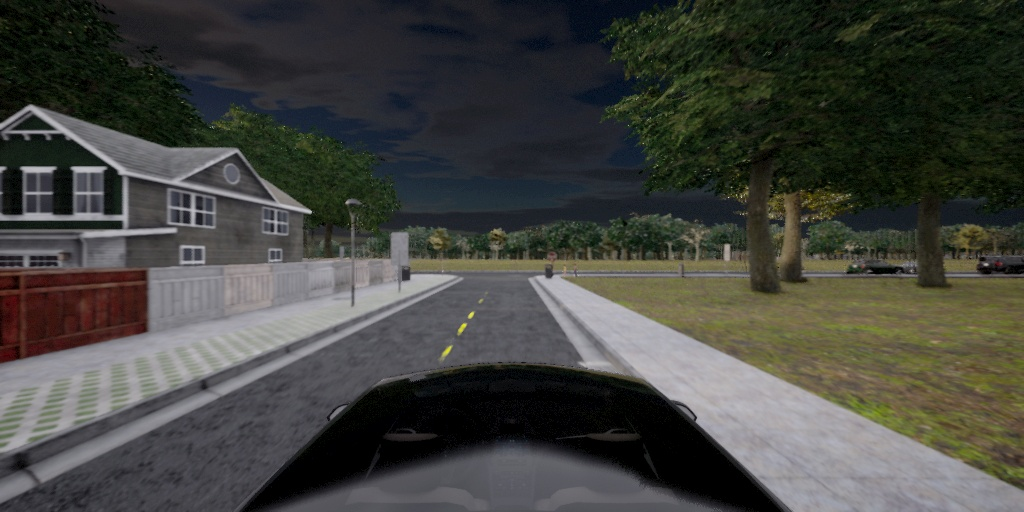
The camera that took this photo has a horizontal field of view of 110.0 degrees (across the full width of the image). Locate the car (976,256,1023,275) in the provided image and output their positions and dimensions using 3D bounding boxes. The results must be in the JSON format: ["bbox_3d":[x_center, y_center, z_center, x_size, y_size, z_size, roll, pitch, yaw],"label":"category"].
[{"bbox_3d":[52.045,1.008,37.347,5.566,2.045,2.150,0,0,0],"label":"car"}]

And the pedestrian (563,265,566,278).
[{"bbox_3d":[4.514,1.278,30.586,0.500,1.100,0.500,0,0,0],"label":"pedestrian"}]

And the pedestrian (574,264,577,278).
[{"bbox_3d":[5.514,0.925,31.186,0.375,1.860,0.375,0,0,0],"label":"pedestrian"}]

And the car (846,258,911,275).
[{"bbox_3d":[37.867,1.138,37.377,4.553,1.767,2.097,0,0,0],"label":"car"}]

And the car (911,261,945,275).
[{"bbox_3d":[45.246,1.300,40.129,4.892,1.490,1.837,1,0,1],"label":"car"}]

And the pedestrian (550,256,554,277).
[{"bbox_3d":[3.514,0.884,31.787,0.375,1.860,0.375,0,0,0],"label":"pedestrian"}]
